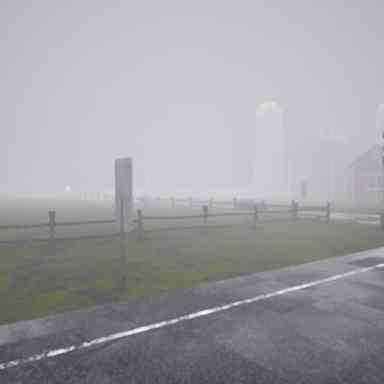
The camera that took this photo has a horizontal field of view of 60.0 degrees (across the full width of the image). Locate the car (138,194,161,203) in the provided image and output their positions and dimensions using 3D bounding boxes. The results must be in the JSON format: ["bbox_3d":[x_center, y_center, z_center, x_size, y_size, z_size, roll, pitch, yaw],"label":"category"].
[{"bbox_3d":[-6.736,1.022,52.440,2.128,1.511,4.902,-1,1,-35],"label":"car"}]

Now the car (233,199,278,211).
[{"bbox_3d":[6.481,1.347,34.028,1.895,1.301,4.718,-1,1,-36],"label":"car"}]
